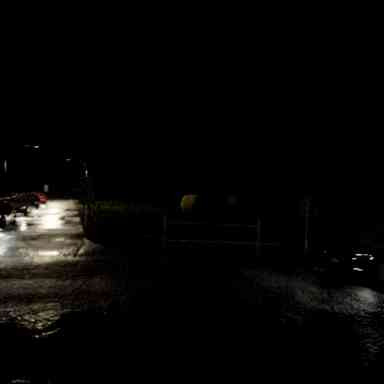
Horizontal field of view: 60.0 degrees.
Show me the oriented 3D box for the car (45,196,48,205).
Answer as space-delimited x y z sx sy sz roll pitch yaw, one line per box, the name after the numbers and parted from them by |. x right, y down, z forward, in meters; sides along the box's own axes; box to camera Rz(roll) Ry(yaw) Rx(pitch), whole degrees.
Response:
-20.791 0.942 45.317 1.812 1.442 4.674 2 0 -20 | car

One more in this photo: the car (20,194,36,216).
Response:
-14.160 1.126 27.050 1.812 1.442 4.674 2 0 -20 | car

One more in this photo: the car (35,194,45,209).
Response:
-17.290 0.991 35.651 1.882 1.535 5.008 2 0 -20 | car

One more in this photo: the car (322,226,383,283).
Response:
6.512 1.820 10.593 5.008 1.535 1.882 2 -1 -21 | car

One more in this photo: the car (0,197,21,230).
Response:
-11.081 1.211 18.555 1.812 1.442 4.674 2 0 -19 | car
